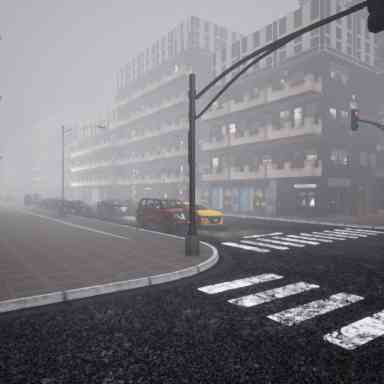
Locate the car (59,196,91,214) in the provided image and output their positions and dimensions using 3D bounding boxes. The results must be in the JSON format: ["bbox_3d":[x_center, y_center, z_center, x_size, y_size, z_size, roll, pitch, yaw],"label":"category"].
[{"bbox_3d":[-11.528,1.444,33.436,1.887,1.381,4.507,0,0,-36],"label":"car"}]

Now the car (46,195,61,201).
[{"bbox_3d":[-31.309,1.379,75.058,2.008,1.369,4.403,0,0,-36],"label":"car"}]

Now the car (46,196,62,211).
[{"bbox_3d":[-14.850,1.451,38.025,1.947,1.339,4.313,0,0,-36],"label":"car"}]

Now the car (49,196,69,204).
[{"bbox_3d":[-24.512,1.383,61.263,2.033,1.411,5.357,0,0,-37],"label":"car"}]

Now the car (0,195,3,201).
[{"bbox_3d":[-41.421,1.269,74.733,1.967,1.590,4.097,0,0,-36],"label":"car"}]

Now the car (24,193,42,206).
[{"bbox_3d":[-24.813,1.162,51.791,2.192,1.841,5.009,0,0,-36],"label":"car"}]

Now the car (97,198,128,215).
[{"bbox_3d":[-7.650,1.399,32.489,2.128,1.511,4.902,0,0,-36],"label":"car"}]

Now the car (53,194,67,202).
[{"bbox_3d":[-27.989,1.269,70.471,1.967,1.590,4.097,0,0,-36],"label":"car"}]

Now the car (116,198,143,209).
[{"bbox_3d":[-8.061,1.465,42.940,1.802,1.307,4.206,0,0,-36],"label":"car"}]

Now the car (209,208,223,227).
[{"bbox_3d":[-0.024,1.423,21.957,1.882,1.535,5.008,0,0,-36],"label":"car"}]

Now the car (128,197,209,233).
[{"bbox_3d":[-1.563,1.264,19.670,2.192,1.841,5.009,0,0,-36],"label":"car"}]

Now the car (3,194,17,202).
[{"bbox_3d":[-38.099,1.412,70.146,1.802,1.307,4.206,0,0,-36],"label":"car"}]

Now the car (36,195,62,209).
[{"bbox_3d":[-18.171,1.436,42.615,1.947,1.339,4.313,0,0,-36],"label":"car"}]
